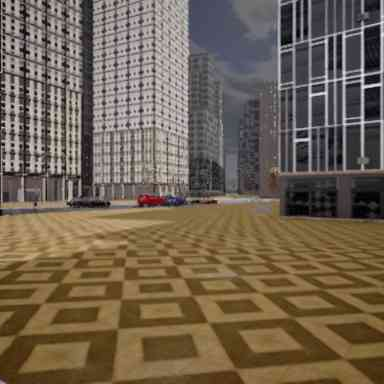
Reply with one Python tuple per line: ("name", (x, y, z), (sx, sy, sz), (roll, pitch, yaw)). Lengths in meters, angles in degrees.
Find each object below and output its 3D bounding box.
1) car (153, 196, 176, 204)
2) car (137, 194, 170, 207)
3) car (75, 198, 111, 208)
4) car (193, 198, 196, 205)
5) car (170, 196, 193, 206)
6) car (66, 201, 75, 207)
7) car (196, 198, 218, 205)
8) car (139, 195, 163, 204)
("car", (-5.281, 1.511, 63.739), (1.837, 1.490, 4.892), (0, 0, 32))
("car", (-6.694, 1.380, 55.485), (2.150, 2.045, 5.566), (0, 0, 33))
("car", (-14.538, 1.707, 49.800), (1.895, 1.301, 4.718), (0, 0, 34))
("car", (0.551, 1.848, 67.034), (1.895, 1.301, 4.718), (0, 0, 30))
("car", (-2.445, 1.524, 56.036), (2.097, 1.767, 4.553), (0, 0, 33))
("car", (-16.977, 1.660, 51.965), (2.033, 1.411, 5.357), (0, 0, 35))
("car", (3.331, 1.829, 65.350), (1.895, 1.301, 4.718), (0, 0, 30))
("car", (-8.038, 1.452, 65.461), (2.128, 1.511, 4.902), (0, 0, 32))
